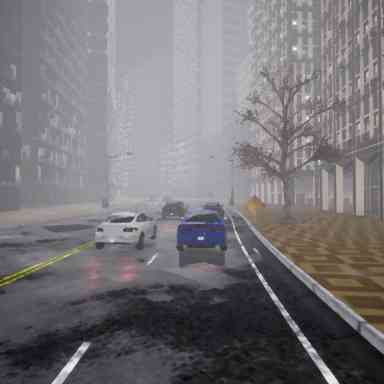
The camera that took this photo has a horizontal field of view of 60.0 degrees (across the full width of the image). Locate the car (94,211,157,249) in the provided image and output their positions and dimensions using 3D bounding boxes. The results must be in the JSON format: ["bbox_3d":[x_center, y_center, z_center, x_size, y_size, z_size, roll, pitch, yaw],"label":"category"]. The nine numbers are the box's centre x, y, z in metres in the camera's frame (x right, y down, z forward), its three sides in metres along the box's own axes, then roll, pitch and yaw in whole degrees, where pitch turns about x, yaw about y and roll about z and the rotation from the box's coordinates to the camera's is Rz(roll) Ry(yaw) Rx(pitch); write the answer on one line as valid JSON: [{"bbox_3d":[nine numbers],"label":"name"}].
[{"bbox_3d":[-2.762,1.543,14.447,1.812,1.442,4.674,0,0,4],"label":"car"}]

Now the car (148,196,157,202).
[{"bbox_3d":[-8.825,1.554,75.252,1.812,1.442,4.674,0,0,-6],"label":"car"}]

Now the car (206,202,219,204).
[{"bbox_3d":[1.797,1.588,29.116,1.994,1.385,4.181,0,0,4],"label":"car"}]

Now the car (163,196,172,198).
[{"bbox_3d":[-5.603,1.586,75.683,1.994,1.385,4.181,0,0,-6],"label":"car"}]

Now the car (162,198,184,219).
[{"bbox_3d":[-1.443,1.537,29.371,1.837,1.490,4.892,0,0,4],"label":"car"}]

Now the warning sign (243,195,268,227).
[{"bbox_3d":[3.776,1.117,19.944,1.300,1.860,1.060,-1,-1,5],"label":"warning sign"}]

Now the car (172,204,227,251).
[{"bbox_3d":[0.481,1.491,14.232,1.882,1.535,5.008,0,0,4],"label":"car"}]
